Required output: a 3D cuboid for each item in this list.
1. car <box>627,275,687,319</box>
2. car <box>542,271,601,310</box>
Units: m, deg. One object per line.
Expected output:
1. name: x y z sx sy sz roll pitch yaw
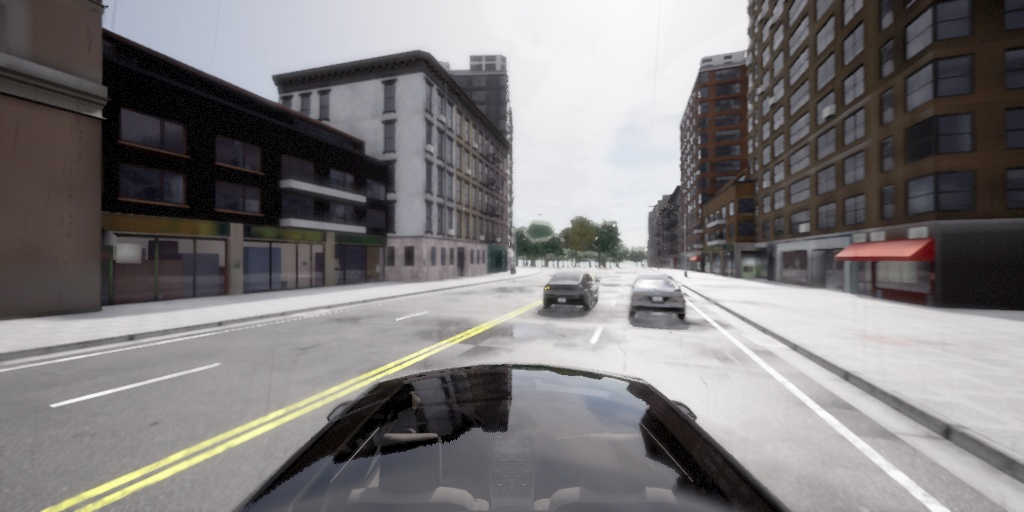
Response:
1. car: 5.403 1.417 13.636 2.033 1.411 5.357 0 -1 19
2. car: 2.661 1.400 15.619 1.837 1.490 4.892 0 0 19
